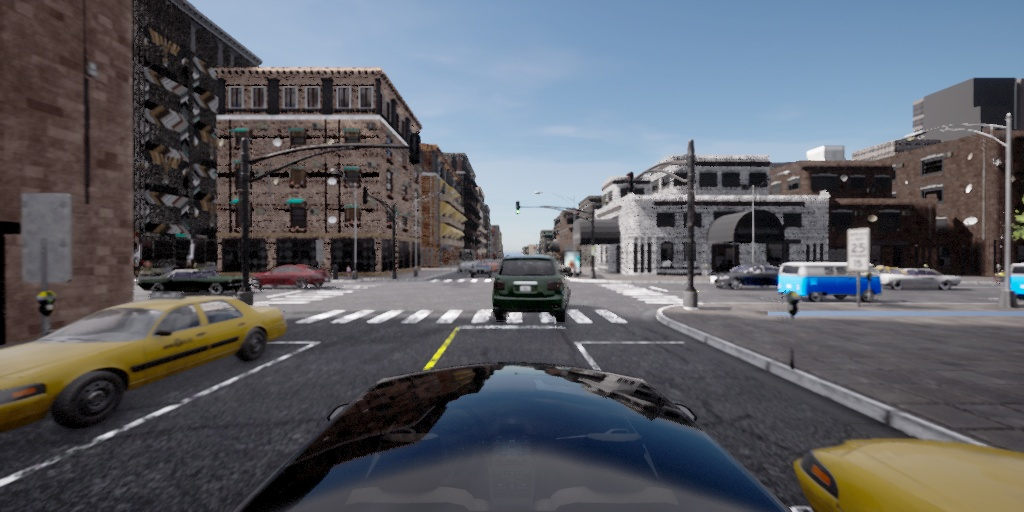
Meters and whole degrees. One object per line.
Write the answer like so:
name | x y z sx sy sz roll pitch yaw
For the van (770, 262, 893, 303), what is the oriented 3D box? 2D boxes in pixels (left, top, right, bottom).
van | 14.655 1.175 16.606 3.998 1.789 1.690 0 0 0

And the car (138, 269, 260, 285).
car | -16.482 1.358 18.956 4.718 1.301 1.895 0 0 -1

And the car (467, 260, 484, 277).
car | -3.098 1.366 36.886 1.994 1.385 4.181 0 0 0

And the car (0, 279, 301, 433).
car | -5.691 1.280 5.668 1.751 1.417 4.829 0 0 0

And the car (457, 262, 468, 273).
car | -5.695 1.367 43.989 2.007 1.370 4.403 0 0 0

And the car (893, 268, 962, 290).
car | 24.766 1.427 22.470 4.718 1.301 1.895 0 0 0

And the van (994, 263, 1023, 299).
van | 25.698 1.204 16.689 3.998 1.789 1.690 0 0 0

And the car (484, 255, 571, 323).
car | 0.834 0.990 12.454 2.150 2.045 5.566 0 0 10

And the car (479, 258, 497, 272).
car | -3.067 1.176 47.056 2.097 1.767 4.553 0 0 0

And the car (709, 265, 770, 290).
car | 14.924 1.292 22.407 4.902 1.511 2.128 0 0 -2

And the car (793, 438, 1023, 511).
car | 2.691 1.273 0.308 1.751 1.417 4.829 0 0 0

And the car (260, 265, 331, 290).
car | -13.677 1.269 22.113 4.674 1.442 1.812 0 0 3

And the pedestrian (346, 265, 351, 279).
pedestrian | -12.633 1.233 27.721 0.500 1.100 0.500 0 0 0
